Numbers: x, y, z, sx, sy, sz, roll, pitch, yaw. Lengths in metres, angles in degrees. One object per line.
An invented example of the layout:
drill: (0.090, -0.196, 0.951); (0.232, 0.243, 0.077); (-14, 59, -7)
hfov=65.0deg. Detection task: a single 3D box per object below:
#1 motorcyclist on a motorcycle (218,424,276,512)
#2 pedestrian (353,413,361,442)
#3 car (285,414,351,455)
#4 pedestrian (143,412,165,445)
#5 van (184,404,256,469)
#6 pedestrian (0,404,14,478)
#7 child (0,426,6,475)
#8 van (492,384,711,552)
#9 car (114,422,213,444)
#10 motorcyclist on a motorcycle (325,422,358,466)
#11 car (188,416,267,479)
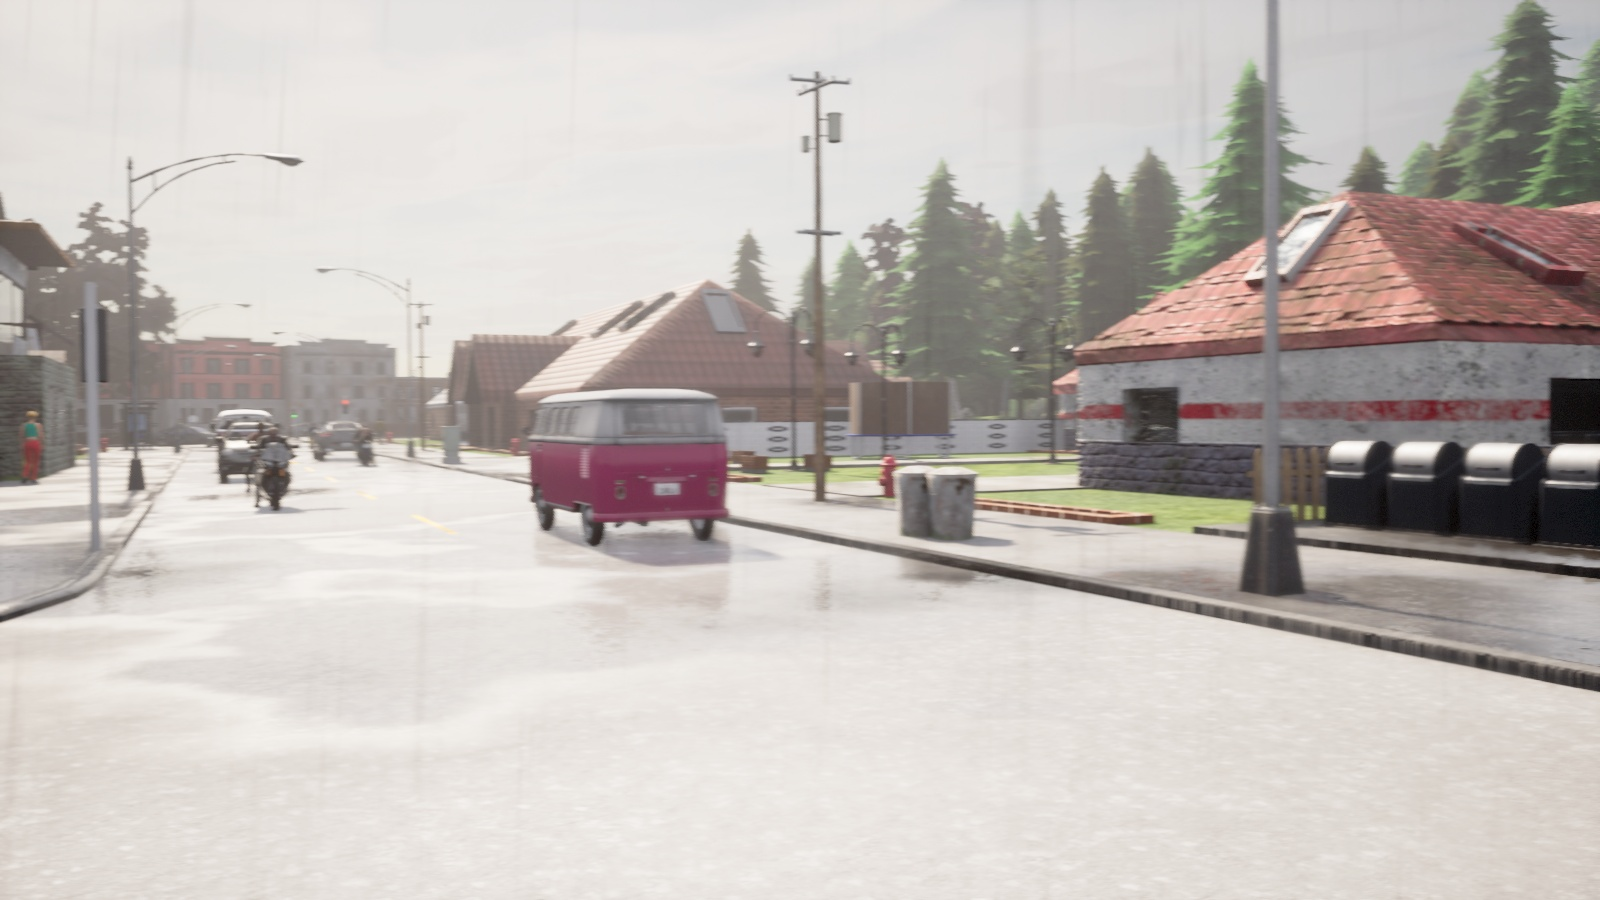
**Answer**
motorcyclist on a motorcycle: (-10.171, 0.292, 23.067); (0.866, 1.530, 2.191); (-1, 2, -26)
pedestrian: (-28.550, -1.452, 80.898); (0.370, 1.835, 0.726); (-1, 2, -28)
car: (-20.384, -0.699, 53.011); (2.152, 1.651, 5.027); (-1, 2, -26)
pedestrian: (-37.536, -1.256, 72.960); (0.874, 1.855, 0.900); (0, 1, -9)
van: (-19.479, -0.485, 42.068); (2.069, 2.038, 4.480); (-1, 2, -26)
pedestrian: (-19.907, -0.235, 31.322); (0.345, 1.836, 0.594); (0, 1, -17)
child: (-20.923, 0.010, 32.753); (0.270, 1.263, 0.437); (-1, 2, -22)
van: (-2.866, 0.152, 17.250); (1.775, 1.987, 4.442); (-1, 2, -26)
car: (-41.176, -1.124, 81.332); (5.357, 1.411, 2.033); (0, 1, -2)
motorcyclist on a motorcycle: (-16.438, -0.245, 44.962); (0.866, 1.530, 2.191); (-1, 2, -26)
car: (-15.748, -0.124, 34.454); (1.851, 1.617, 3.988); (-1, 2, -26)
